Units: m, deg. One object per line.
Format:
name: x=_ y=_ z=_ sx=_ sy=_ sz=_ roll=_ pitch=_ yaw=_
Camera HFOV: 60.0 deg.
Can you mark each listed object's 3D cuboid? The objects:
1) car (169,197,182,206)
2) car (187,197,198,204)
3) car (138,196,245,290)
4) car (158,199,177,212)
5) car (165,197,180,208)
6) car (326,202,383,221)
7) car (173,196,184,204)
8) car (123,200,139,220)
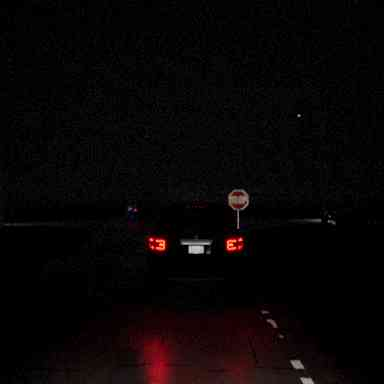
car: x=-2.830 y=1.593 z=58.662 sx=2.033 sy=1.411 sz=5.357 roll=0 pitch=0 yaw=1
car: x=0.043 y=1.614 z=64.681 sx=1.994 sy=1.385 sz=4.181 roll=0 pitch=0 yaw=0
car: x=0.091 y=1.225 z=9.217 sx=2.150 sy=2.045 sz=5.566 roll=0 pitch=0 yaw=0
car: x=-2.868 y=1.590 z=40.067 sx=1.994 sy=1.385 sz=4.181 roll=0 pitch=0 yaw=0
car: x=-2.869 y=1.513 z=48.899 sx=1.882 sy=1.535 sz=5.008 roll=0 pitch=0 yaw=0
car: x=13.644 y=1.540 z=26.605 sx=5.357 sy=1.411 sz=2.033 roll=0 pitch=-1 yaw=-1
car: x=-2.811 y=1.600 z=69.153 sx=2.033 sy=1.411 sz=5.357 roll=0 pitch=0 yaw=0
car: x=-3.336 y=1.409 z=27.633 sx=4.553 sy=1.767 sz=2.097 roll=0 pitch=0 yaw=-41
